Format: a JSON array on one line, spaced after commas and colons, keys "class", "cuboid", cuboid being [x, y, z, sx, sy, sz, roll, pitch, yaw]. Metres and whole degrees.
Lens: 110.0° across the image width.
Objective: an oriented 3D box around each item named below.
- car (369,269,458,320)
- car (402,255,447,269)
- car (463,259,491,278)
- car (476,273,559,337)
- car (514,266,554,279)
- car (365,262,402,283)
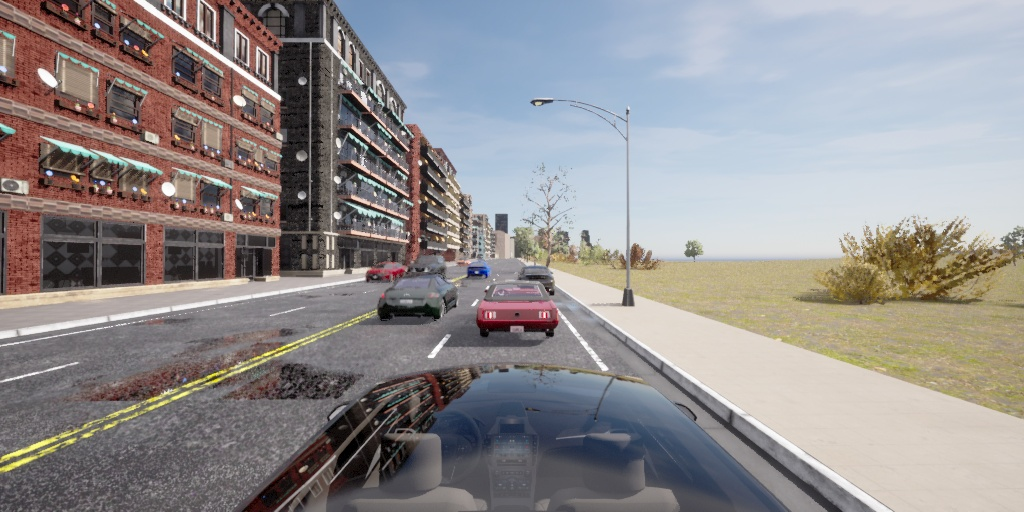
[{"class": "car", "cuboid": [-3.106, 1.315, 12.565, 1.994, 1.385, 4.181, 0, 0, 0]}, {"class": "car", "cuboid": [-6.487, 0.974, 27.968, 2.150, 2.045, 5.566, 0, 0, 0]}, {"class": "car", "cuboid": [-3.014, 1.229, 33.372, 1.882, 1.535, 5.008, 0, 0, 0]}, {"class": "car", "cuboid": [0.135, 1.352, 10.246, 1.895, 1.301, 4.718, 0, 0, 0]}, {"class": "car", "cuboid": [1.213, 1.257, 19.446, 1.837, 1.490, 4.892, 0, 0, 0]}, {"class": "car", "cuboid": [-9.738, 1.230, 28.022, 1.882, 1.535, 5.008, 0, 0, 0]}]
